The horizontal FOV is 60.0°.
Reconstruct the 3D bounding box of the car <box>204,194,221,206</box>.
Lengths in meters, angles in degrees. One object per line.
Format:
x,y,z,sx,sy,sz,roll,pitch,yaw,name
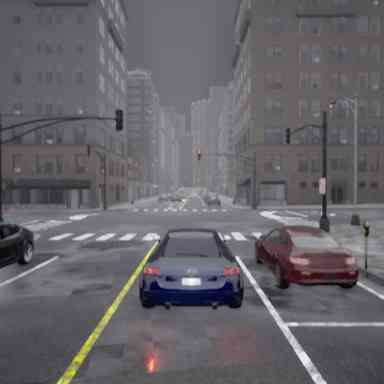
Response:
3.034,1.258,45.927,1.802,1.307,4.206,0,0,0,car

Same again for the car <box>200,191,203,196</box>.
3.274,0.988,73.690,1.802,1.307,4.206,0,1,0,car

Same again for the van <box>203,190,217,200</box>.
3.081,0.970,51.477,1.690,1.788,3.998,0,0,0,van

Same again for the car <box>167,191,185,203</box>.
-2.703,1.087,57.130,1.837,1.490,4.892,0,0,1,car

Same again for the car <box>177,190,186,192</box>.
-2.501,0.945,72.510,1.812,1.442,4.674,0,1,0,car

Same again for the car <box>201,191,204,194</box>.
3.226,1.054,68.135,1.802,1.307,4.206,0,1,0,car

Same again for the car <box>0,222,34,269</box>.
-5.766,1.516,8.720,1.947,1.339,4.313,0,0,0,car

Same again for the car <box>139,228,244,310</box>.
0.002,1.519,7.797,1.994,1.385,4.181,0,0,0,car

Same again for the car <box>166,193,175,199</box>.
-5.204,0.917,79.319,1.802,1.307,4.206,0,1,0,car

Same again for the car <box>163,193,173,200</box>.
-5.251,0.956,73.766,2.008,1.369,4.403,0,1,0,car

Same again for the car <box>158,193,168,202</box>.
-5.349,1.112,62.662,1.802,1.307,4.206,0,0,0,car

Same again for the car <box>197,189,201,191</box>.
0.601,0.629,84.363,2.128,1.511,4.902,0,1,0,car

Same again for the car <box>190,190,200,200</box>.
0.515,0.915,74.364,1.812,1.442,4.674,0,1,0,car

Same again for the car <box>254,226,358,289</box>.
2.759,1.532,8.719,1.802,1.307,4.206,0,0,0,car
